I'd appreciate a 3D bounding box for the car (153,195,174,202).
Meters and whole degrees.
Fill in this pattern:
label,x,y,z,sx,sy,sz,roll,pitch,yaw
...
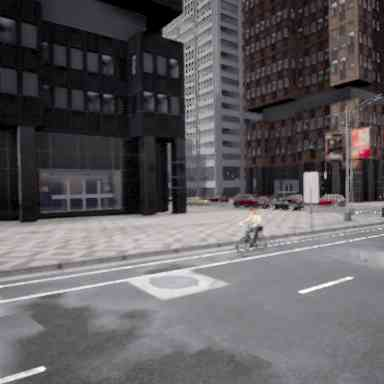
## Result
label,x,y,z,sx,sy,sz,roll,pitch,yaw
car,-6.058,1.339,70.566,2.033,1.411,5.357,-2,1,-36

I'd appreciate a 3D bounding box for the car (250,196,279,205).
label,x,y,z,sx,sy,sz,roll,pitch,yaw
car,11.147,1.258,51.218,1.802,1.307,4.206,-2,1,-36

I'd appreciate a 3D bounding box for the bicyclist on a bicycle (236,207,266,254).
label,x,y,z,sx,sy,sz,roll,pitch,yaw
bicyclist on a bicycle,2.125,1.355,11.831,1.509,1.612,0.866,-1,0,-35

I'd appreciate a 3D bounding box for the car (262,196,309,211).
label,x,y,z,sx,sy,sz,roll,pitch,yaw
car,10.512,1.408,37.437,1.947,1.339,4.313,-2,1,-36

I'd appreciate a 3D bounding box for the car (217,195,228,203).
label,x,y,z,sx,sy,sz,roll,pitch,yaw
car,4.841,1.259,60.048,1.887,1.381,4.507,-2,1,-36

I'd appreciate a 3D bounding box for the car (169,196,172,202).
label,x,y,z,sx,sy,sz,roll,pitch,yaw
car,-4.875,1.371,63.747,1.882,1.535,5.008,-2,1,-36

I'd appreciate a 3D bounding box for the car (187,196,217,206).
label,x,y,z,sx,sy,sz,roll,pitch,yaw
car,1.152,1.424,50.547,1.752,1.417,4.829,-2,1,-36

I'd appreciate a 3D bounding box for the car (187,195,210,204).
label,x,y,z,sx,sy,sz,roll,pitch,yaw
car,1.103,1.355,60.546,1.994,1.385,4.181,-2,1,-35

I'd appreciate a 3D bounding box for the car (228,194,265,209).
label,x,y,z,sx,sy,sz,roll,pitch,yaw
car,7.354,1.176,41.850,2.192,1.841,5.009,-2,1,-36

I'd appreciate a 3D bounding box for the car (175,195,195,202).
label,x,y,z,sx,sy,sz,roll,pitch,yaw
car,-1.562,1.282,69.017,1.752,1.417,4.829,-2,1,-36

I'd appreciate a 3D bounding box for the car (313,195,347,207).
label,x,y,z,sx,sy,sz,roll,pitch,yaw
car,17.447,1.078,42.386,1.967,1.590,4.097,-2,1,-36
